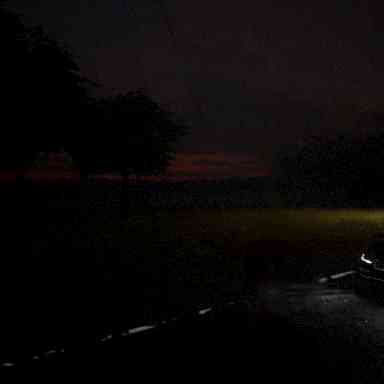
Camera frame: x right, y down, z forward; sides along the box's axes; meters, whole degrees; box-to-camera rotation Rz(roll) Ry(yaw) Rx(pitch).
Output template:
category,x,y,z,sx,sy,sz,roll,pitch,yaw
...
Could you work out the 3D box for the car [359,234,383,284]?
category,x,y,z,sx,sy,sz,roll,pitch,yaw
car,6.122,1.460,8.348,4.892,1.490,1.837,0,0,-35
